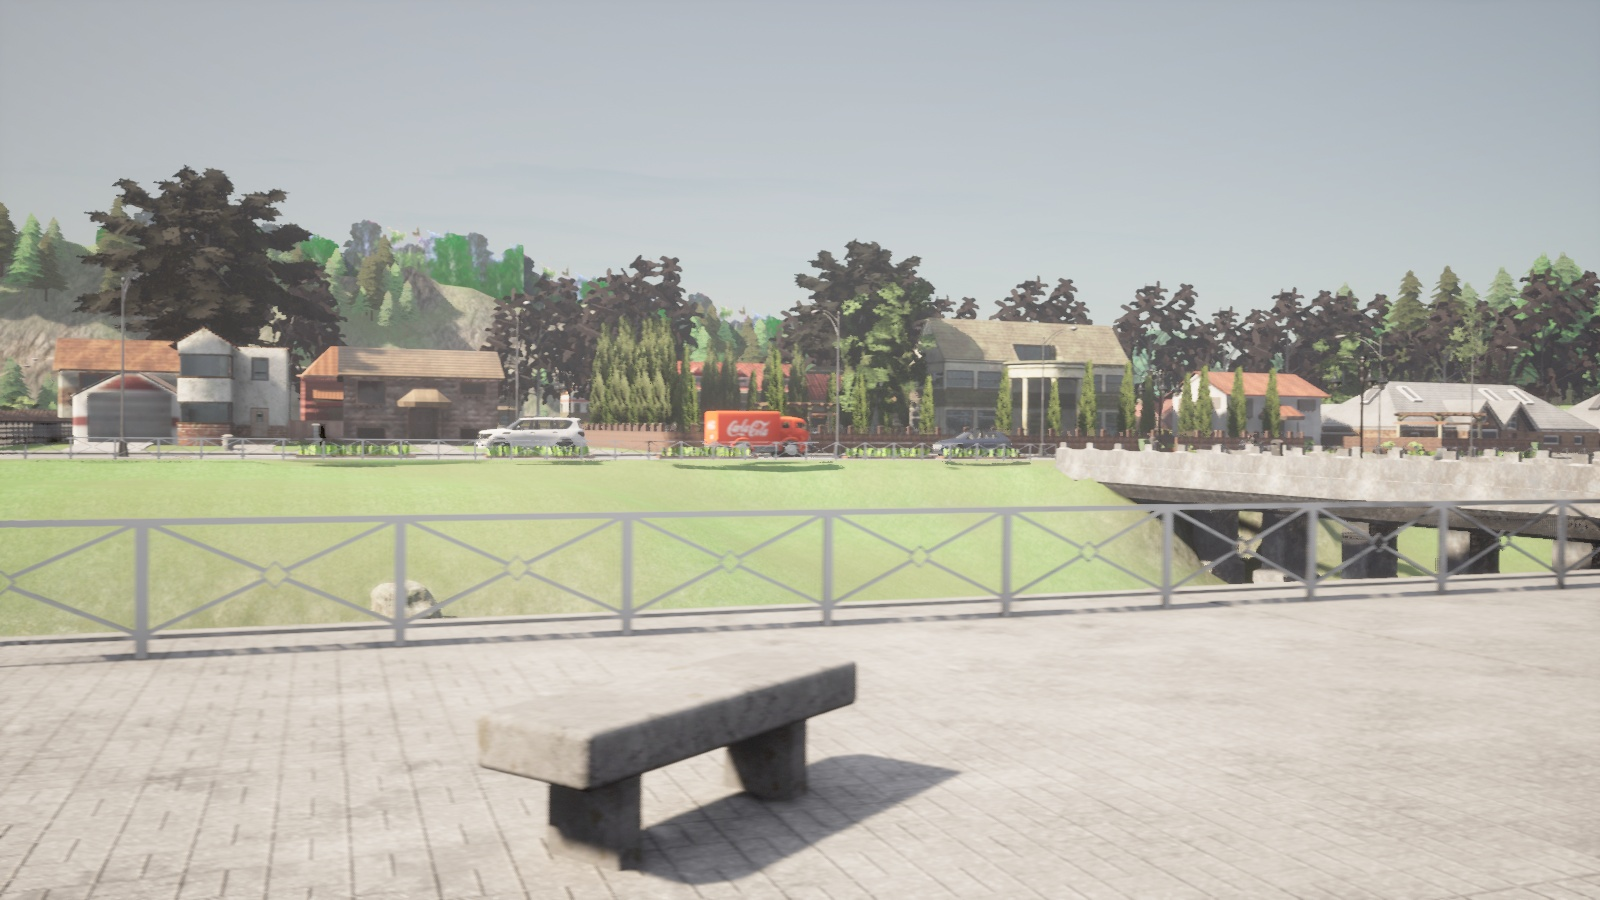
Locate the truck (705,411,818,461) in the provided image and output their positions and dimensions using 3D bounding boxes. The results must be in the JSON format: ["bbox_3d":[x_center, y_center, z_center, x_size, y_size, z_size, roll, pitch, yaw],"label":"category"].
[{"bbox_3d":[-1.992,-0.720,64.716,5.204,2.467,2.627,-1,1,-21],"label":"truck"}]

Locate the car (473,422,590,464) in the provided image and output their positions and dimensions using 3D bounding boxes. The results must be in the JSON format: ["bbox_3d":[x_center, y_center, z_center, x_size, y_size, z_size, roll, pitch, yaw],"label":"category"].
[{"bbox_3d":[-13.801,-0.384,64.517,5.566,2.045,2.150,-1,1,-21],"label":"car"}]

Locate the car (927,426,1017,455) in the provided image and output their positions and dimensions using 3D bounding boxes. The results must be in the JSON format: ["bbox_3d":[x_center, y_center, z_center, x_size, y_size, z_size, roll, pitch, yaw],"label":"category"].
[{"bbox_3d":[10.076,-0.578,73.578,4.856,1.649,2.033,-1,1,-21],"label":"car"}]
